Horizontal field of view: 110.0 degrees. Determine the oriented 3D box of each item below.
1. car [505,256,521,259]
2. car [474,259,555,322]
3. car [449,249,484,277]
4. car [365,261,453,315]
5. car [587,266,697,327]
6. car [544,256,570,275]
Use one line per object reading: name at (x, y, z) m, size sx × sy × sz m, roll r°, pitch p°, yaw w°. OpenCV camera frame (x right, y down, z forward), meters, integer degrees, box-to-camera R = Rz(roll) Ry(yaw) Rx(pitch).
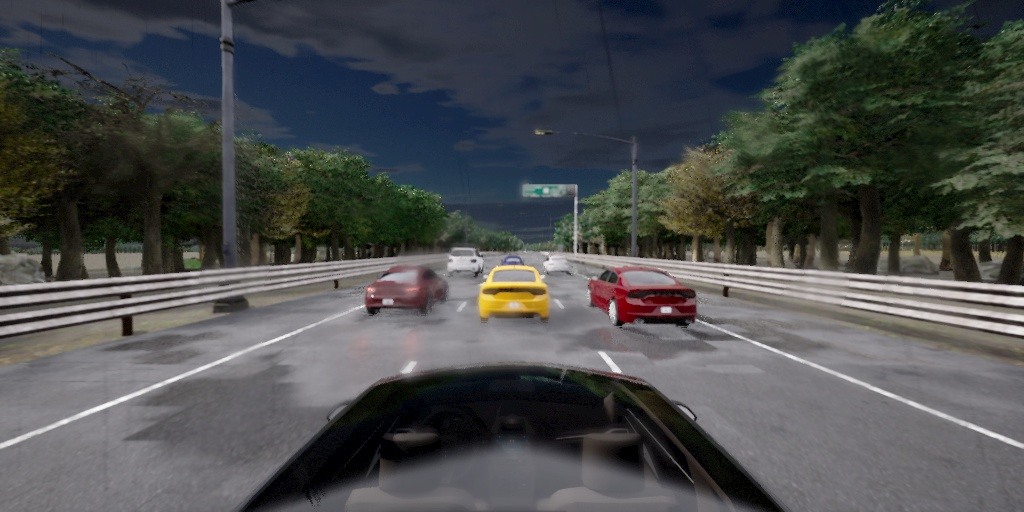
car at (0.080, 0.724, 29.134) m, size 1.812 × 1.442 × 4.674 m, roll 0°, pitch 1°, yaw 0°
car at (0.072, 1.029, 11.379) m, size 1.882 × 1.535 × 5.008 m, roll 0°, pitch 1°, yaw 0°
car at (-3.420, 0.455, 27.259) m, size 2.150 × 2.045 × 5.566 m, roll 0°, pitch 1°, yaw 0°
car at (-3.421, 1.060, 12.228) m, size 1.812 × 1.442 × 4.674 m, roll 0°, pitch 1°, yaw 0°
car at (3.572, 1.042, 10.760) m, size 1.882 × 1.535 × 5.008 m, roll 0°, pitch 1°, yaw 0°
car at (3.581, 0.722, 29.215) m, size 1.812 × 1.442 × 4.674 m, roll 0°, pitch 1°, yaw 0°
